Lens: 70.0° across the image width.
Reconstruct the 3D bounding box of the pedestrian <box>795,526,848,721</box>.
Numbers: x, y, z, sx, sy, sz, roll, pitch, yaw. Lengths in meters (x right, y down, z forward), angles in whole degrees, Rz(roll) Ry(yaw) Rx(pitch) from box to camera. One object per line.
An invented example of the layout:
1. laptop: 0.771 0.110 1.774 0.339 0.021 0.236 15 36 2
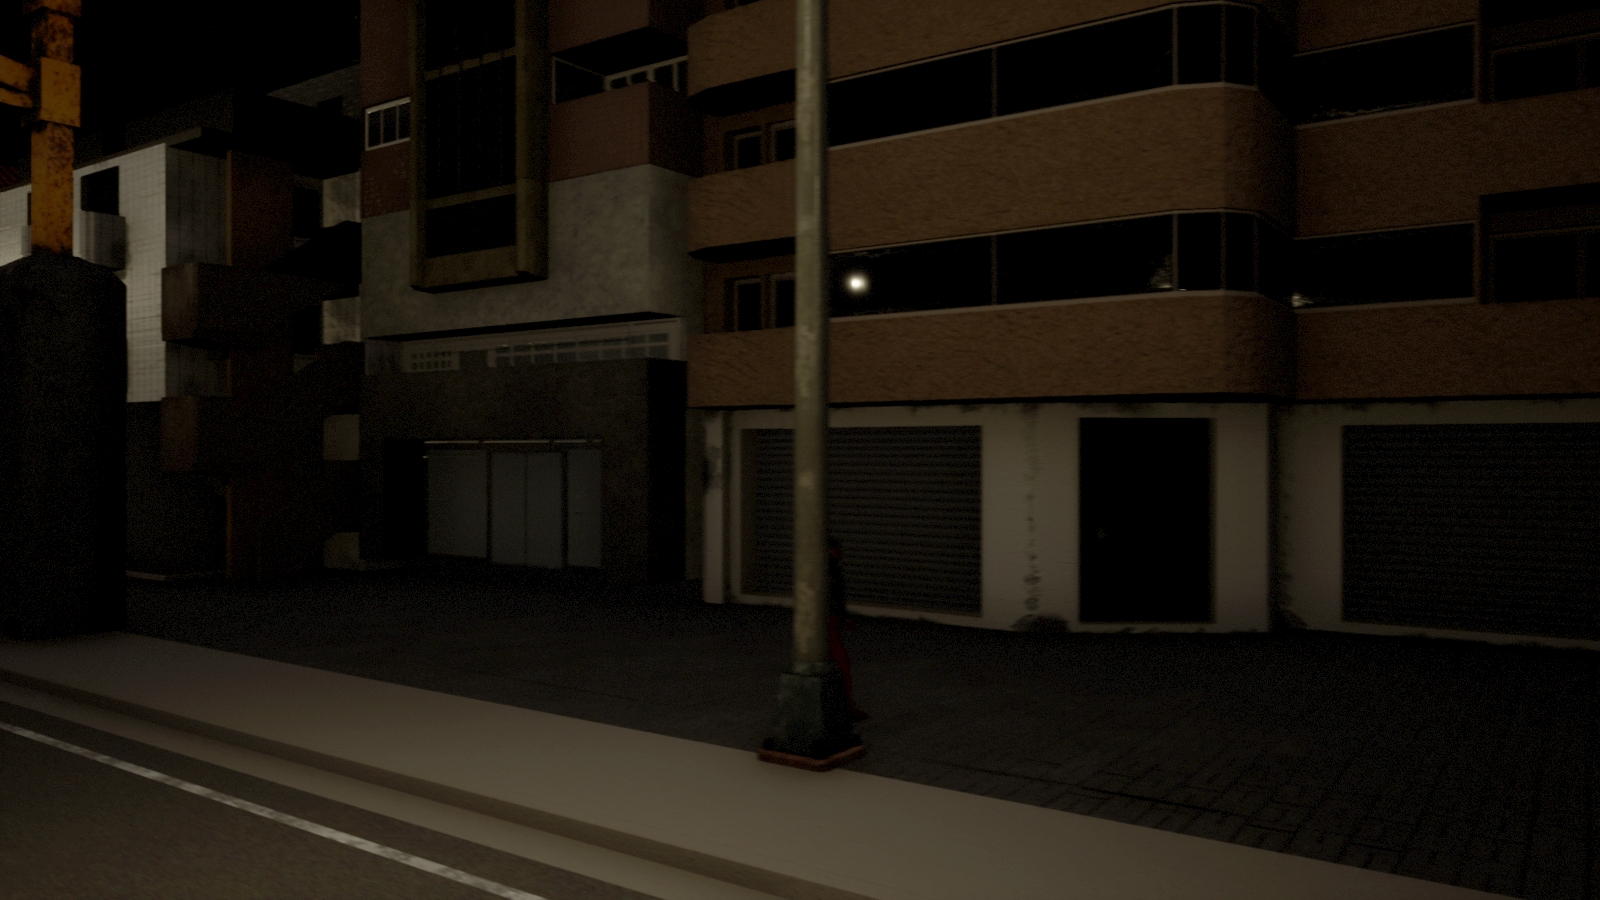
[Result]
1. pedestrian: 0.213 1.701 11.334 0.375 1.860 0.375 0 0 35
